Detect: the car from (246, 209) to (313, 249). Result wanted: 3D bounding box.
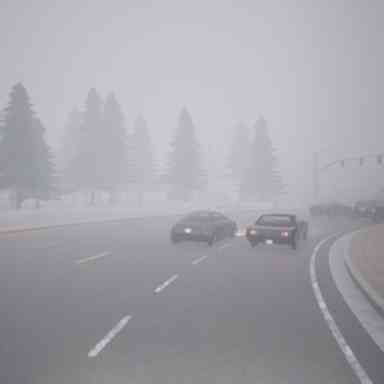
[{"bbox_3d":[3.946,1.611,14.727,1.895,1.301,4.718,1,0,26],"label":"car"}]

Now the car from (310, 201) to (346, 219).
[{"bbox_3d":[12.543,1.532,29.848,5.008,1.535,1.882,1,0,-38],"label":"car"}]

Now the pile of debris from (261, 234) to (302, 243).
[{"bbox_3d":[4.285,2.191,15.790,1.500,0.140,1.860,0,0,29],"label":"pile of debris"}]

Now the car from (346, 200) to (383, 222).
[{"bbox_3d":[14.997,1.422,27.223,4.553,1.767,2.097,0,0,-37],"label":"car"}]

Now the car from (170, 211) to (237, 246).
[{"bbox_3d":[0.667,1.559,15.522,1.994,1.385,4.181,0,0,25],"label":"car"}]
